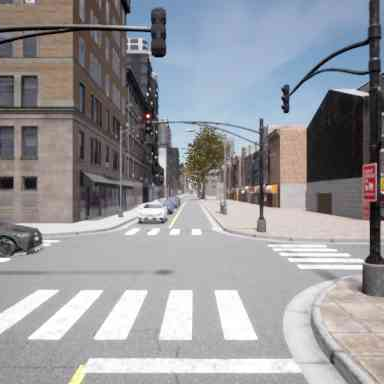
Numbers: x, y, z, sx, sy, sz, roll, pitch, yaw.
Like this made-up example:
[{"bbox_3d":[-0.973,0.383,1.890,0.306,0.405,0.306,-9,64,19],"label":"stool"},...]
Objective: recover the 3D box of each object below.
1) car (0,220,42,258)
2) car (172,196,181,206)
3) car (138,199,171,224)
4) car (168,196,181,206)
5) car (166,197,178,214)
[{"bbox_3d":[-7.678,1.522,11.913,4.181,1.385,1.994,0,0,-9],"label":"car"},{"bbox_3d":[-2.855,1.503,44.952,1.812,1.442,4.674,0,0,0],"label":"car"},{"bbox_3d":[-2.870,1.513,25.089,1.812,1.442,4.674,0,0,0],"label":"car"},{"bbox_3d":[-2.847,1.480,55.375,1.837,1.490,4.892,0,0,0],"label":"car"},{"bbox_3d":[-2.878,1.528,34.868,2.033,1.411,5.357,0,0,0],"label":"car"}]
